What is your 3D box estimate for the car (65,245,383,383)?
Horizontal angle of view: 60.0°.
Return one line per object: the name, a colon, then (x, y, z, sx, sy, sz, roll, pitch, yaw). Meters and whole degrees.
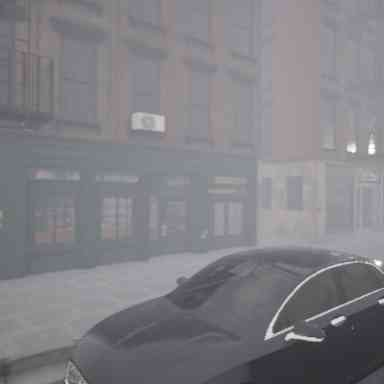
car: (1.022, 1.513, 4.109, 4.892, 1.490, 1.837, 0, 0, -36)
